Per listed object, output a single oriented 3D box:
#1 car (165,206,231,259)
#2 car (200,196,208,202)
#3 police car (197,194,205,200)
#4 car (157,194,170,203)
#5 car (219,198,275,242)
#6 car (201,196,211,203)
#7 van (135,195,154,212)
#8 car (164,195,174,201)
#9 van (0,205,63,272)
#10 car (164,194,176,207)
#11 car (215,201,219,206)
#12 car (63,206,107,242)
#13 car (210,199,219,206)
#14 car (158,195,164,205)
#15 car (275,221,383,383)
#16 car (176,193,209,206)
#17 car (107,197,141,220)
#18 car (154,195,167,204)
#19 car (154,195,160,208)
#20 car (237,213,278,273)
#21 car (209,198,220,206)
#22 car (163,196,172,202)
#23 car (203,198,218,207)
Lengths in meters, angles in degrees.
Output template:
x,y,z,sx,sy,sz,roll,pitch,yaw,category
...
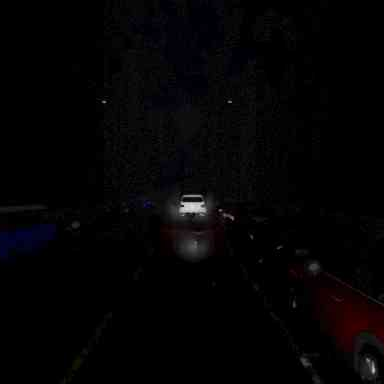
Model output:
x,y,z,sx,sy,sz,roll,pitch,yaw,category
0.065,1.484,12.539,2.128,1.511,4.902,0,0,0,car
2.768,1.548,78.109,1.802,1.307,4.206,0,0,0,car
2.376,1.393,90.745,1.930,1.638,5.238,0,0,0,police car
-5.759,1.283,66.832,2.192,1.841,5.009,0,0,0,car
2.761,1.305,16.110,2.192,1.841,5.009,0,0,0,car
2.767,1.550,66.837,1.802,1.307,4.206,0,0,0,car
-5.761,1.317,38.648,1.690,1.788,3.998,0,0,0,van
-5.756,1.517,83.741,2.008,1.369,4.403,0,0,0,car
-5.764,1.334,10.465,1.690,1.788,3.998,0,0,0,van
-3.075,1.497,50.876,1.812,1.442,4.674,0,0,0,car
2.763,1.531,21.747,1.887,1.381,4.507,0,0,0,car
-5.763,1.430,16.102,1.967,1.590,4.097,0,0,0,car
2.763,1.549,27.383,1.947,1.339,4.313,0,0,0,car
-5.760,1.522,49.921,2.008,1.369,4.403,0,0,0,car
2.761,1.437,4.837,1.967,1.590,4.097,0,0,0,car
0.068,1.206,27.926,2.150,2.045,5.566,0,0,0,car
-5.762,1.423,27.375,1.967,1.590,4.097,0,0,0,car
-5.759,1.409,61.194,1.967,1.590,4.097,0,0,0,car
-5.760,1.499,44.115,1.752,1.417,4.829,0,0,0,car
2.762,1.559,10.474,1.947,1.339,4.313,0,0,0,car
2.764,1.416,38.655,1.967,1.590,4.097,0,0,0,car
-5.757,1.532,78.105,1.947,1.339,4.313,0,0,0,car
2.765,1.537,49.927,1.947,1.339,4.313,0,0,0,car
